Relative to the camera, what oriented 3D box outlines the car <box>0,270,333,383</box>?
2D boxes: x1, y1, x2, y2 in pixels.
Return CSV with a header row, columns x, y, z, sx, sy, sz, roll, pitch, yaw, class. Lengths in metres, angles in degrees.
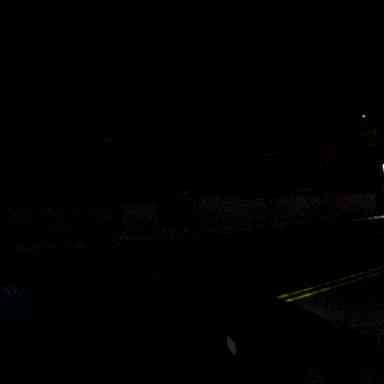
x,y,z,sx,sy,sz,roll,pitch,yaw,class
-0.774,1.476,2.887,5.008,1.535,1.882,0,0,-36,car
